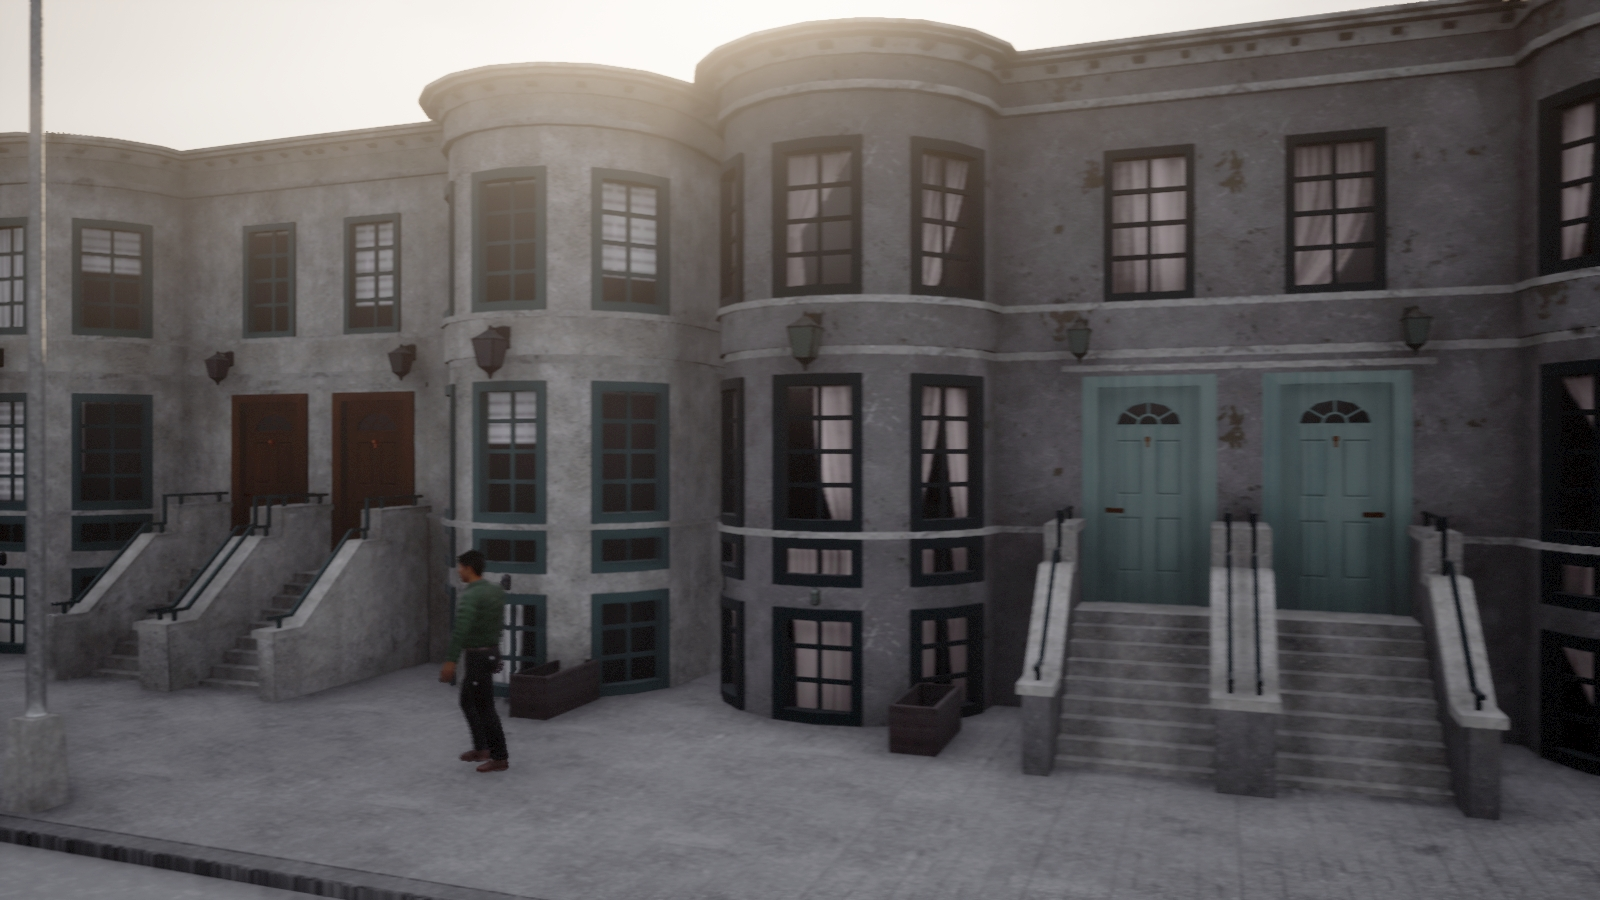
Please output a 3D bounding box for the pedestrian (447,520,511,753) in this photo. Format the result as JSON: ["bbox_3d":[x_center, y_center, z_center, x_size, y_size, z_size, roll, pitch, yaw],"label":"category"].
[{"bbox_3d":[-2.660,1.525,9.482,0.375,1.860,0.375,0,0,13],"label":"pedestrian"}]
